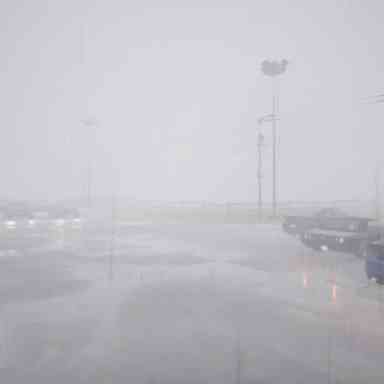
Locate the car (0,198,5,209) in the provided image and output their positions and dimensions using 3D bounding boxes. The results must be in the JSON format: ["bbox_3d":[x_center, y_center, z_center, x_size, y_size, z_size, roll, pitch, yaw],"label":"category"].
[{"bbox_3d":[-26.290,1.556,44.341,1.994,1.385,4.181,0,0,-36],"label":"car"}]

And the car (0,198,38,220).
[{"bbox_3d":[-14.965,1.499,28.625,1.837,1.490,4.892,0,0,-36],"label":"car"}]

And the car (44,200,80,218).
[{"bbox_3d":[-11.592,1.518,29.937,1.812,1.442,4.674,0,0,-36],"label":"car"}]

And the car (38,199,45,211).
[{"bbox_3d":[-17.199,1.539,37.710,2.033,1.411,5.357,0,0,-36],"label":"car"}]

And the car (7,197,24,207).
[{"bbox_3d":[-27.888,1.515,52.539,1.812,1.442,4.674,0,0,-35],"label":"car"}]

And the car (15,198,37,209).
[{"bbox_3d":[-22.582,1.554,45.193,1.994,1.385,4.181,0,0,-36],"label":"car"}]

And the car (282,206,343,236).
[{"bbox_3d":[6.792,1.467,17.197,5.008,1.535,1.882,0,0,-36],"label":"car"}]

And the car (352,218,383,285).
[{"bbox_3d":[6.254,1.471,8.212,5.008,1.535,1.882,0,0,-36],"label":"car"}]

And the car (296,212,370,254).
[{"bbox_3d":[6.278,1.593,12.527,4.718,1.301,1.895,0,0,-36],"label":"car"}]
